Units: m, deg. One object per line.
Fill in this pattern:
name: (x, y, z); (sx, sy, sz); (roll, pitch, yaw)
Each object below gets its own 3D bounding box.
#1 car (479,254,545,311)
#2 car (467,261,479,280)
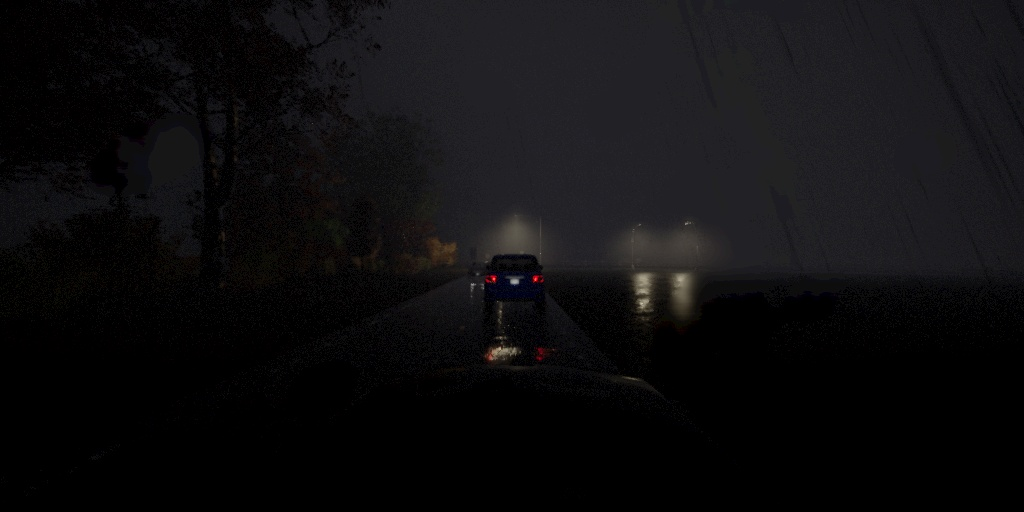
car: (0.100, 0.951, 14.455); (2.150, 2.045, 5.566); (0, 0, 0)
car: (-2.747, 1.203, 31.242); (2.128, 1.511, 4.902); (0, 0, 0)
